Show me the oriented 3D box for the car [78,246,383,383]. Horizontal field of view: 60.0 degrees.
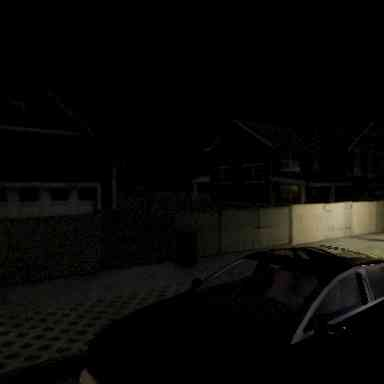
[{"bbox_3d":[1.204,1.486,3.931,4.902,1.511,2.128,0,0,-35],"label":"car"}]
